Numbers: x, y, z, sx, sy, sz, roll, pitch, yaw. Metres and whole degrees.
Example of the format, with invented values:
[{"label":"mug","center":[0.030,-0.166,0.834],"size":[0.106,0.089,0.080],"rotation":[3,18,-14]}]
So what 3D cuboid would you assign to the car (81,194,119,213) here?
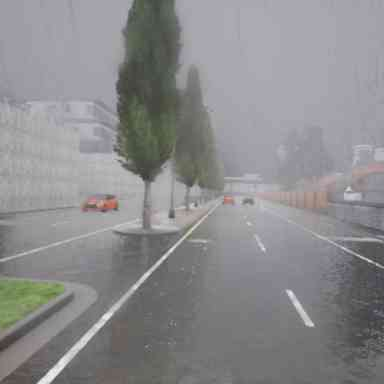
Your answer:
[{"label":"car","center":[-8.448,0.963,30.871],"size":[2.097,1.767,4.553],"rotation":[2,0,7]}]

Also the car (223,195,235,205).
[{"label":"car","center":[6.663,1.366,60.167],"size":[2.097,1.767,4.553],"rotation":[2,0,7]}]

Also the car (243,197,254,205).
[{"label":"car","center":[10.297,1.636,61.178],"size":[1.837,1.490,4.892],"rotation":[2,0,7]}]
